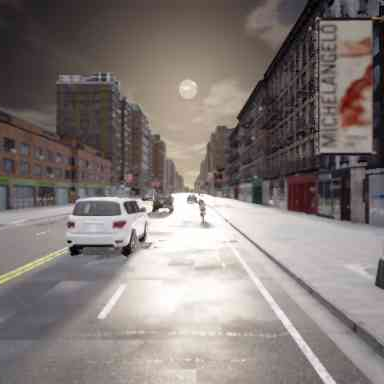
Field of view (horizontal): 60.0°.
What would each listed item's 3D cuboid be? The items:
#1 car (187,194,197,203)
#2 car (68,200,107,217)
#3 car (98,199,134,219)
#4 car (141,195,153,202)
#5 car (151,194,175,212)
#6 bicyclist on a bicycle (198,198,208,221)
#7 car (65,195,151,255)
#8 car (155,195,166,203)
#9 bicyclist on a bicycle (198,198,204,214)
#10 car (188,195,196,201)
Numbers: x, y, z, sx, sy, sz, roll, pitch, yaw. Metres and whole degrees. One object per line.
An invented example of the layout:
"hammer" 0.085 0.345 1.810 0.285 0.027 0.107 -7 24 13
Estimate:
"car" -0.023 1.280 70.134 2.097 1.767 4.553 0 0 0
"car" -9.848 1.525 31.768 2.033 1.411 5.357 0 0 0
"car" -6.598 1.470 29.501 2.128 1.511 4.902 0 0 0
"car" -9.774 1.360 72.367 1.882 1.535 5.008 0 0 0
"car" -3.162 1.194 37.690 2.150 2.045 5.566 0 0 0
"bicyclist on a bicycle" 0.892 1.419 26.052 0.866 1.612 1.509 0 0 0
"car" -3.156 1.212 13.302 2.150 2.045 5.566 0 0 0
"car" -6.523 1.423 69.672 1.837 1.490 4.892 0 0 0
"bicyclist on a bicycle" 0.884 1.429 34.230 0.582 1.620 1.656 0 0 0
"car" -0.028 1.423 85.086 2.128 1.511 4.902 0 0 0
